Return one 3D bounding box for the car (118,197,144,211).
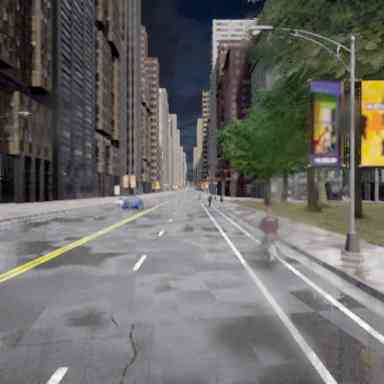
[{"bbox_3d":[-6.592,1.316,37.605,1.882,1.535,5.008,0,0,0],"label":"car"}]

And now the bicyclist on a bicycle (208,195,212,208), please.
[{"bbox_3d":[2.315,1.272,43.127,0.582,1.620,1.656,0,0,-1],"label":"bicyclist on a bicycle"}]

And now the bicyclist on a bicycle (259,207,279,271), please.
[{"bbox_3d":[2.238,1.328,9.811,0.659,1.776,1.843,0,0,0],"label":"bicyclist on a bicycle"}]

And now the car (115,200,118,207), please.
[{"bbox_3d":[-9.823,1.405,48.187,1.895,1.301,4.718,0,0,0],"label":"car"}]
